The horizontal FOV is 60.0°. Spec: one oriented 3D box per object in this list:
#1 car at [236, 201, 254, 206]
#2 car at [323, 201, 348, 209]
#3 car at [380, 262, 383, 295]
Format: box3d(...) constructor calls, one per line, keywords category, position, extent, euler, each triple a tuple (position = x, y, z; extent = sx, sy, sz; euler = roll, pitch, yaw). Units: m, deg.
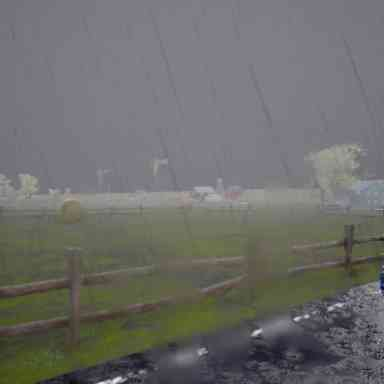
box3d(category="car", position=(13.812, 3.106, 86.622), extent=(1.895, 1.301, 4.718), euler=(-1, 0, -36))
box3d(category="car", position=(28.543, 2.660, 66.084), extent=(1.837, 1.490, 4.892), euler=(-1, 0, -36))
box3d(category="car", position=(6.136, 1.569, 7.450), extent=(5.008, 1.535, 1.882), euler=(1, 0, -36))
